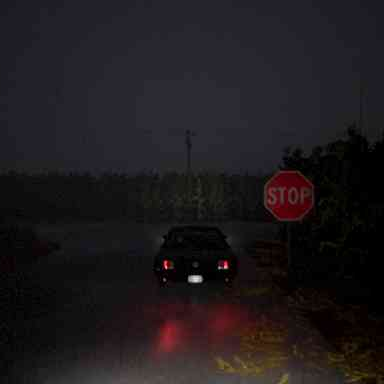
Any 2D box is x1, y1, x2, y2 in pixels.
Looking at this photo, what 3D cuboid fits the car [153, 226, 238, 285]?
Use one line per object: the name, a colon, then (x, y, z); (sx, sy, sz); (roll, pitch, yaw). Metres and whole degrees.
car: (0.085, 1.620, 9.498); (1.895, 1.301, 4.718); (0, 0, 0)
